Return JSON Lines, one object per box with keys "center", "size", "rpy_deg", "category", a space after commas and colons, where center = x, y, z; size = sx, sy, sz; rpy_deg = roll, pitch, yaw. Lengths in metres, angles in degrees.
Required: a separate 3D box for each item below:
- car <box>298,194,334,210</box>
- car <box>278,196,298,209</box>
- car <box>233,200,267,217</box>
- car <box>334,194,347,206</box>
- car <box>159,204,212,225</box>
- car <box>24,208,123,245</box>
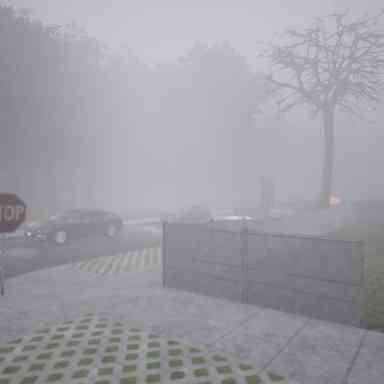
{"center": [14.816, 1.314, 39.606], "size": [2.128, 1.511, 4.902], "rpy_deg": [2, 2, 36], "category": "car"}
{"center": [12.276, 1.244, 40.948], "size": [1.882, 1.535, 5.008], "rpy_deg": [2, 2, 36], "category": "car"}
{"center": [5.548, 1.507, 31.682], "size": [1.994, 1.385, 4.181], "rpy_deg": [2, 2, 36], "category": "car"}
{"center": [20.848, 1.010, 48.044], "size": [2.097, 1.767, 4.553], "rpy_deg": [2, 2, 36], "category": "car"}
{"center": [-0.295, 1.573, 23.580], "size": [1.812, 1.442, 4.674], "rpy_deg": [2, 1, 36], "category": "car"}
{"center": [-5.583, 1.569, 16.247], "size": [1.837, 1.490, 4.892], "rpy_deg": [2, 1, 36], "category": "car"}
